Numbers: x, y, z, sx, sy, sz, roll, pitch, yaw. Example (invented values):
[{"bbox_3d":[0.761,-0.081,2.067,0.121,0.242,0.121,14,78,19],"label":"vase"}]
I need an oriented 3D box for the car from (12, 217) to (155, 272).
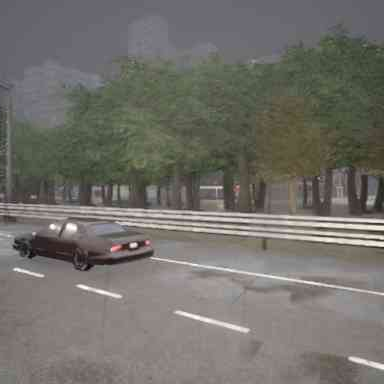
[{"bbox_3d":[-3.683,1.545,10.799,5.357,1.411,2.033,0,0,36],"label":"car"}]
